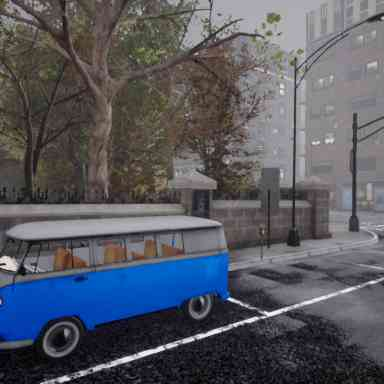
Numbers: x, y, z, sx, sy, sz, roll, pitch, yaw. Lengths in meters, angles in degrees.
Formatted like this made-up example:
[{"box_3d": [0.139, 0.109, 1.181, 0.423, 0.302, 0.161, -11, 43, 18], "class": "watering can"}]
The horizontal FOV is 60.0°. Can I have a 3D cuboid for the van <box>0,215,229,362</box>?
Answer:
[{"box_3d": [-1.219, 1.342, 5.621, 3.998, 1.788, 1.690, 0, 1, -35], "class": "van"}]
